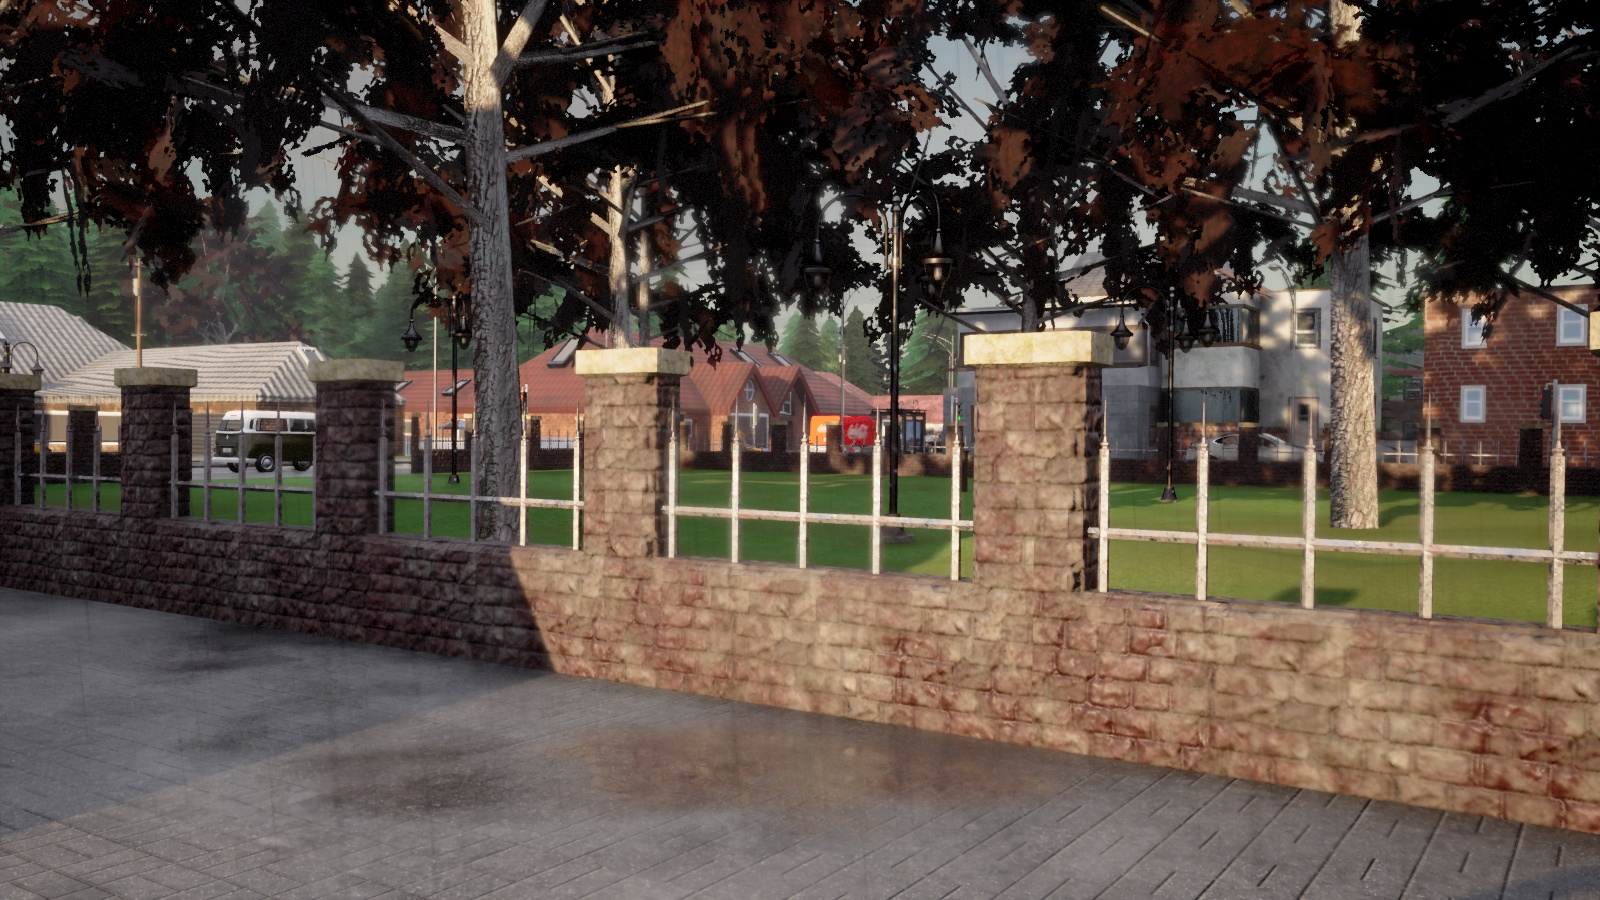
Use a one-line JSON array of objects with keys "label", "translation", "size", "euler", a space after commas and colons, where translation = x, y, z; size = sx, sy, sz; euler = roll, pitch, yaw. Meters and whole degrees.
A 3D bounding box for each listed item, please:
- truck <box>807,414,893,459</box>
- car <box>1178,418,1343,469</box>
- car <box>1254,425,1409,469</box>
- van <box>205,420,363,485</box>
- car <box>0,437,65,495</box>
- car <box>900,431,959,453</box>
[{"label": "truck", "translation": [2.907, -0.767, 72.138], "size": [2.627, 2.467, 5.204], "euler": [0, 1, 33]}, {"label": "car", "translation": [15.818, -0.223, 43.176], "size": [5.027, 1.651, 2.152], "euler": [0, 1, 31]}, {"label": "car", "translation": [19.333, -0.112, 45.744], "size": [4.902, 1.511, 2.128], "euler": [0, 1, 34]}, {"label": "van", "translation": [-17.129, 0.038, 41.871], "size": [2.069, 2.038, 4.480], "euler": [0, 1, 32]}, {"label": "car", "translation": [-22.672, 0.457, 33.476], "size": [1.882, 1.535, 5.008], "euler": [0, 1, 32]}, {"label": "car", "translation": [9.185, -0.564, 88.792], "size": [2.163, 1.488, 4.792], "euler": [0, 1, 34]}]
